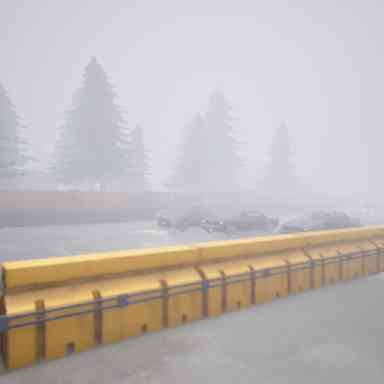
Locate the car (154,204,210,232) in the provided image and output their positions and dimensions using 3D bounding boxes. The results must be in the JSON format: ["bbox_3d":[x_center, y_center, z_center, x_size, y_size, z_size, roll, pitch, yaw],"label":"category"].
[{"bbox_3d":[-0.086,1.672,21.219,4.181,1.385,1.994,1,0,-36],"label":"car"}]

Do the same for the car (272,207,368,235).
[{"bbox_3d":[6.943,1.687,17.633,5.357,1.411,2.033,1,0,-36],"label":"car"}]

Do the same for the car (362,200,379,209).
[{"bbox_3d":[28.939,2.049,53.865,1.994,1.385,4.181,0,0,38],"label":"car"}]

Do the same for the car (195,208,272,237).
[{"bbox_3d":[2.797,1.718,18.957,4.718,1.301,1.895,1,0,-36],"label":"car"}]
